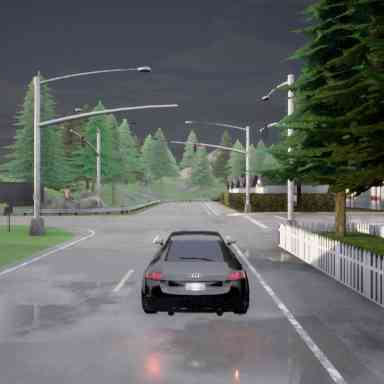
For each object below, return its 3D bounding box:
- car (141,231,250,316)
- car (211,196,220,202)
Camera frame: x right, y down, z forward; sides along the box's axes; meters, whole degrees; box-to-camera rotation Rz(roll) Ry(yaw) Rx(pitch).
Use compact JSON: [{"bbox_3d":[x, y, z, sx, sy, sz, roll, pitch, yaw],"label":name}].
[{"bbox_3d":[0.075,1.564,7.604,1.994,1.385,4.181,0,0,1],"label":"car"},{"bbox_3d":[6.702,1.525,72.823,5.357,1.411,2.033,0,0,-22],"label":"car"}]
